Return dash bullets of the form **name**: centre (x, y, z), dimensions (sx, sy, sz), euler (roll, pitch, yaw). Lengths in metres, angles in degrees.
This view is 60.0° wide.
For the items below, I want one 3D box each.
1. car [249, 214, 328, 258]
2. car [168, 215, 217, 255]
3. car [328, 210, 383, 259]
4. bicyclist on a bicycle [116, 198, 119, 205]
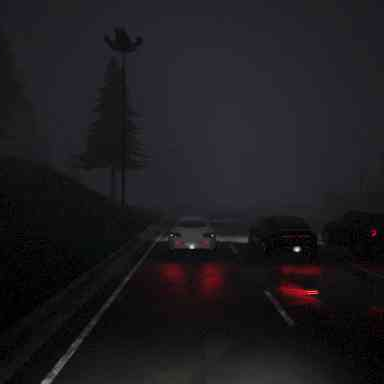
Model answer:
- **car**: centre (3.514, 1.657, 13.491), dimensions (1.837, 1.490, 4.892), euler (0, 0, 0)
- **car**: centre (0.018, 1.679, 13.873), dimensions (1.812, 1.442, 4.674), euler (0, 0, 0)
- **car**: centre (7.014, 1.500, 13.406), dimensions (2.097, 1.767, 4.553), euler (0, -1, 0)
- **bicyclist on a bicycle**: centre (-16.706, 2.109, 73.632), dimensions (0.582, 1.620, 1.656), euler (0, 0, 30)
